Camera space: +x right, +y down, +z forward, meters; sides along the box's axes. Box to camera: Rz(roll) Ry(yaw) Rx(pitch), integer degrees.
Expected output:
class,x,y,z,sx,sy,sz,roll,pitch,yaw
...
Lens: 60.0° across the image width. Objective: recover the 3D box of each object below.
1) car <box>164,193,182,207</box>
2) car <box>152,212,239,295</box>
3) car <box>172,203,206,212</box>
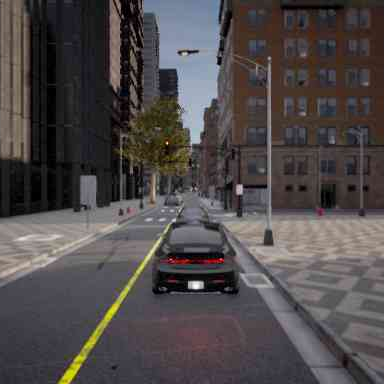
class,x,y,z,sx,sy,sz,roll,pitch,yaw
car,-3.096,1.316,50.962,2.097,1.767,4.553,0,0,0
car,0.081,1.498,8.655,1.837,1.490,4.892,0,0,0
car,0.057,1.533,18.411,2.033,1.411,5.357,0,0,0
